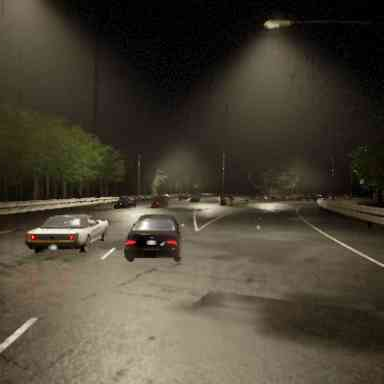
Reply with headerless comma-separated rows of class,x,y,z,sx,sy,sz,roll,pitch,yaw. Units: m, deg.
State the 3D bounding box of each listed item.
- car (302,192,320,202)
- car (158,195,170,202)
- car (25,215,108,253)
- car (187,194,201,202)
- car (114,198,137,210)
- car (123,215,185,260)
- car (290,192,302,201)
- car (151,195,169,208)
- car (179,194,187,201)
car,29.359,1.278,81.988,2.150,2.045,5.566,0,0,29
car,-6.192,1.436,73.046,1.812,1.442,4.674,0,0,6
car,-4.768,1.572,13.481,1.895,1.301,4.718,1,0,-2
car,0.744,1.500,72.045,1.994,1.385,4.181,0,0,6
car,-8.359,1.483,42.203,2.033,1.411,5.357,0,0,3
car,-1.275,1.541,12.298,2.033,1.411,5.357,0,0,-2
car,26.079,1.399,83.294,2.097,1.767,4.553,0,0,29
car,-4.493,1.516,46.753,1.994,1.385,4.181,0,0,3
car,-1.822,1.422,80.633,1.837,1.490,4.892,0,0,7
